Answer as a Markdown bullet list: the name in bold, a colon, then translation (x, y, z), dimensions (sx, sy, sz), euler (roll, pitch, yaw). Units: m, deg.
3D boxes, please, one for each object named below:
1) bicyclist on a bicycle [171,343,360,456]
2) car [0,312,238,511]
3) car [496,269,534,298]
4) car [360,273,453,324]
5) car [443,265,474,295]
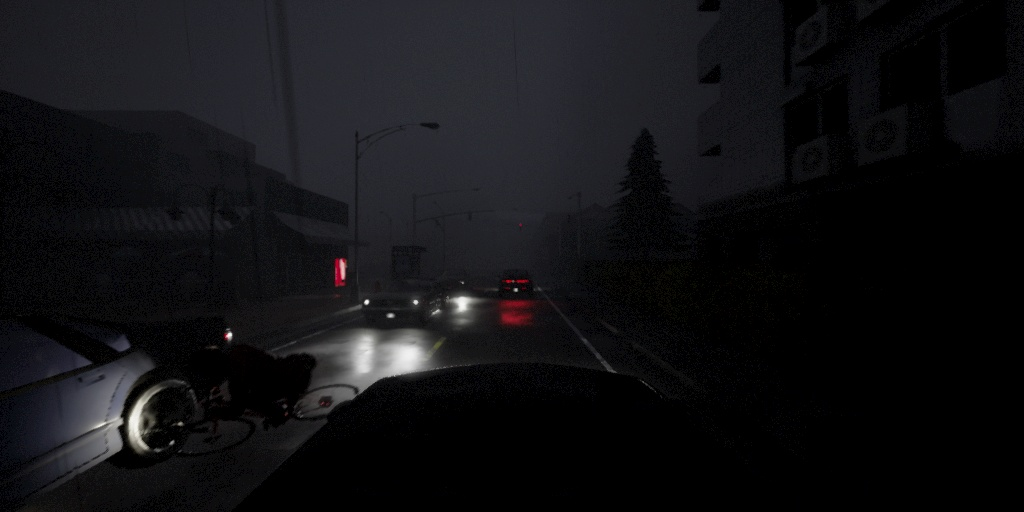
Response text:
- **bicyclist on a bicycle**: translation (-2.322, 1.294, 3.286), dimensions (1.656, 1.620, 0.582), euler (-11, 48, -25)
- **car**: translation (-3.791, 1.137, 1.653), dimensions (2.033, 1.411, 5.357), euler (-9, 3, -4)
- **car**: translation (0.191, 1.438, 20.071), dimensions (1.837, 1.490, 4.892), euler (0, -1, 0)
- **car**: translation (-3.540, 1.460, 12.695), dimensions (1.895, 1.301, 4.718), euler (0, -1, 0)
- **car**: translation (-3.403, 1.474, 21.691), dimensions (1.812, 1.442, 4.674), euler (0, -1, 0)
